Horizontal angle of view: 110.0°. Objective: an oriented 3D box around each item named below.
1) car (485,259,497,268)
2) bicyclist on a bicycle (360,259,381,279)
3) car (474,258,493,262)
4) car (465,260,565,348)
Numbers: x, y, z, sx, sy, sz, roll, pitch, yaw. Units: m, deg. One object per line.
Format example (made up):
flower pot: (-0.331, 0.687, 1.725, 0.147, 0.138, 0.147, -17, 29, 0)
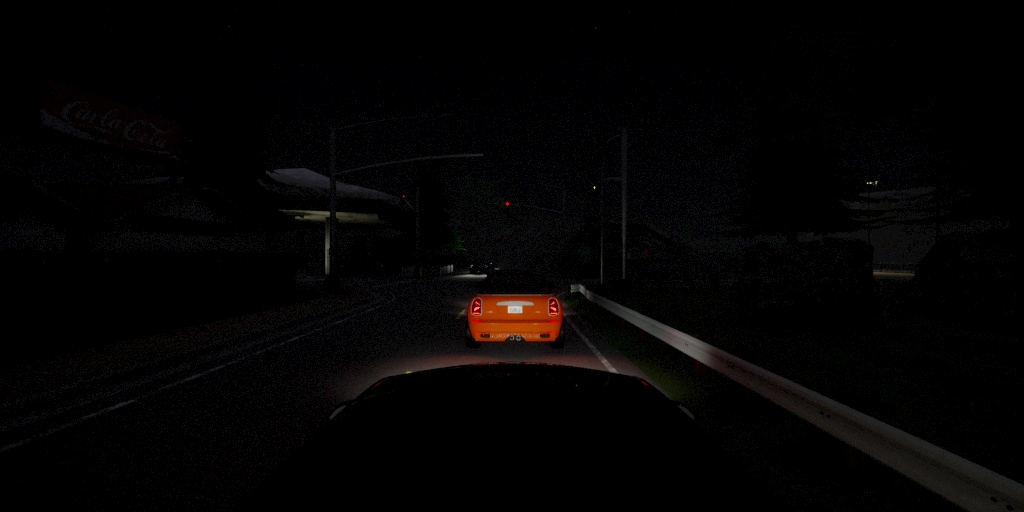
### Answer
car: (-3.545, 1.276, 60.777, 1.812, 1.442, 4.674, 0, 0, 0)
bicyclist on a bicycle: (-11.758, 1.097, 29.870, 1.656, 1.620, 0.582, 1, -3, -19)
car: (-3.575, 1.102, 40.648, 2.097, 1.767, 4.553, 0, 0, 0)
car: (0.078, 1.102, 9.384, 2.097, 1.767, 4.553, 0, 0, 0)
